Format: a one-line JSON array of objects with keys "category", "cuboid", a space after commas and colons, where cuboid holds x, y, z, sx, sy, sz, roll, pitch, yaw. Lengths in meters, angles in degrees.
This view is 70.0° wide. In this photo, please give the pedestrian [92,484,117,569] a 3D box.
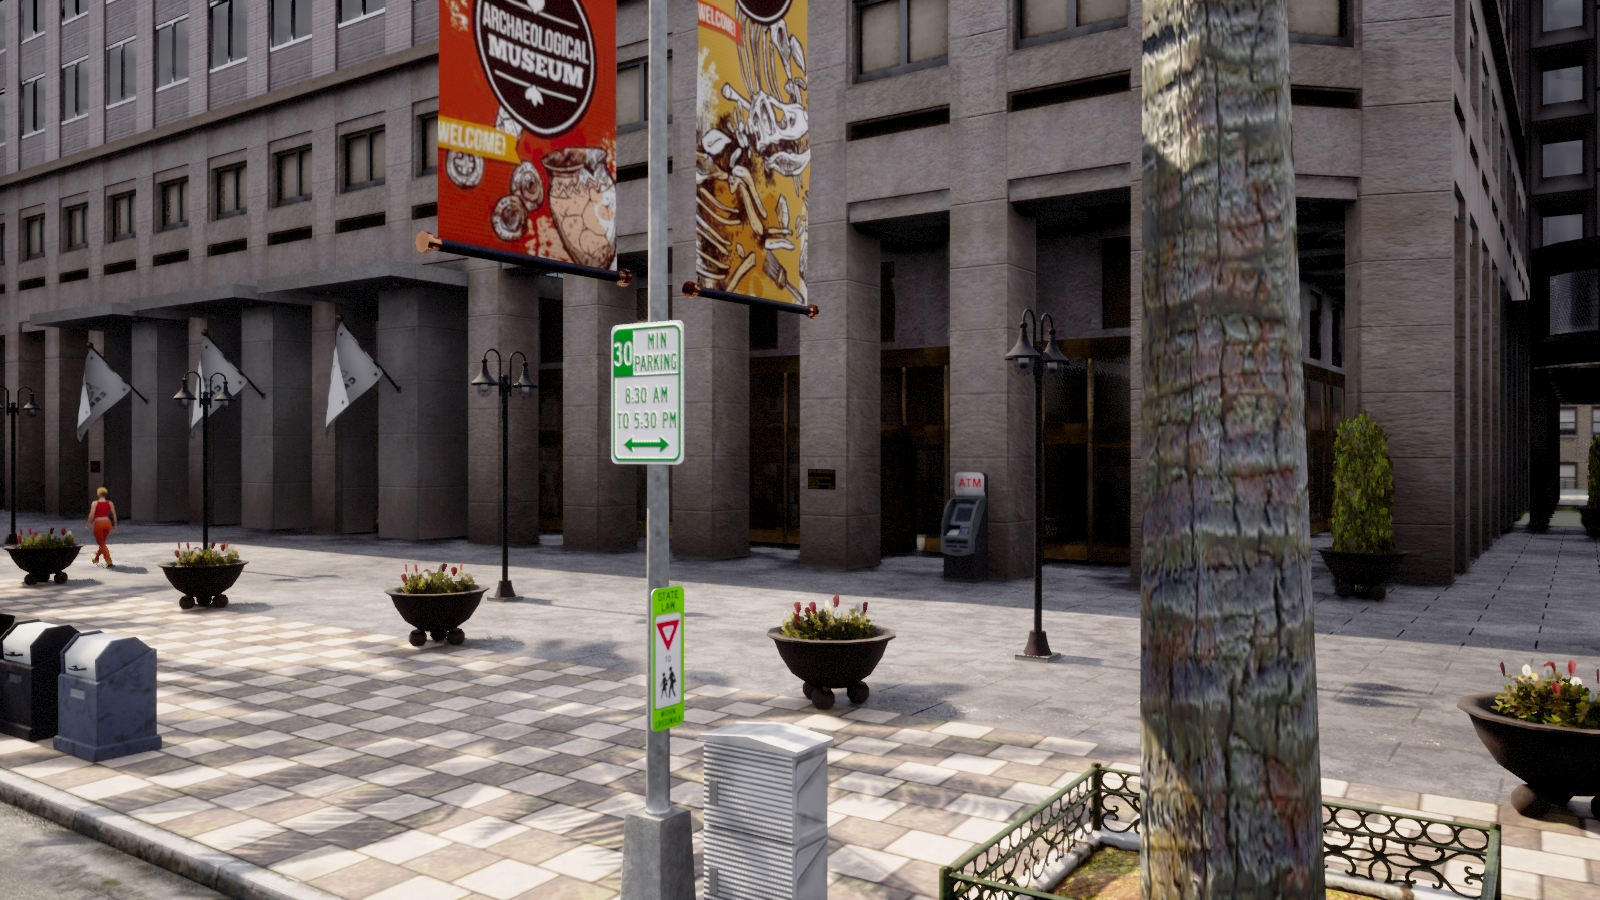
[{"category": "pedestrian", "cuboid": [-15.592, 1.704, 25.618, 0.375, 1.860, 0.375, 0, 0, 39]}]
